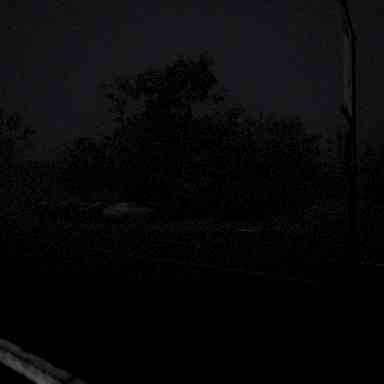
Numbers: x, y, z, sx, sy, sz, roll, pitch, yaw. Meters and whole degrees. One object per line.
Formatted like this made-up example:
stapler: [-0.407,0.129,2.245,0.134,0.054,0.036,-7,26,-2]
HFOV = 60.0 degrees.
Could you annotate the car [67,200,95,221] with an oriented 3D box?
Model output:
car: [-7.415,1.474,27.836,2.097,1.535,5.008,0,0,36]

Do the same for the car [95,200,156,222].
car: [-4.857,1.512,26.000,2.002,1.452,4.674,0,0,36]

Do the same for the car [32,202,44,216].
car: [-12.749,1.518,31.636,2.002,1.452,4.674,0,0,36]

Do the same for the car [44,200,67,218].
car: [-10.085,1.477,29.730,2.231,1.521,4.892,0,0,36]
